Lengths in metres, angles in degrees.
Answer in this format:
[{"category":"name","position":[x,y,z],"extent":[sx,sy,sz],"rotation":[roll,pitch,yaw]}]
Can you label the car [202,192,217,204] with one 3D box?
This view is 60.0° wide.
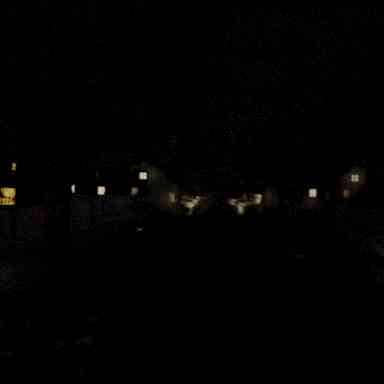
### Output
[{"category":"car","position":[2.773,1.171,54.566],"extent":[1.812,1.442,4.674],"rotation":[1,0,3]}]
